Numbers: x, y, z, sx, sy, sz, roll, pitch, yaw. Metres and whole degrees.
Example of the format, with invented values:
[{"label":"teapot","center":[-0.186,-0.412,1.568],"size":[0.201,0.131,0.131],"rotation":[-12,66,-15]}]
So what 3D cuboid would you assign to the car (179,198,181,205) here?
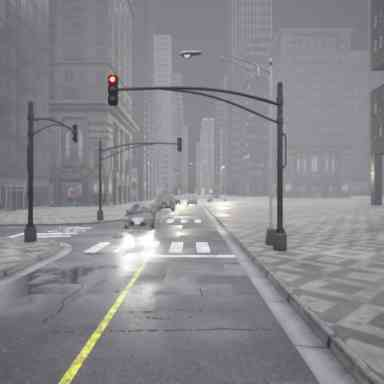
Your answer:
[{"label":"car","center":[-2.995,1.612,60.308],"size":[1.895,1.301,4.718],"rotation":[0,0,0]}]

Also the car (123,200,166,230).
[{"label":"car","center":[-3.096,1.496,21.324],"size":[2.128,1.511,4.902],"rotation":[0,0,0]}]

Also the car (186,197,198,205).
[{"label":"car","center":[0.026,1.557,57.639],"size":[2.033,1.411,5.357],"rotation":[0,0,0]}]

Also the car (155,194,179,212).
[{"label":"car","center":[-3.078,1.223,39.194],"size":[2.150,2.045,5.566],"rotation":[0,0,0]}]
